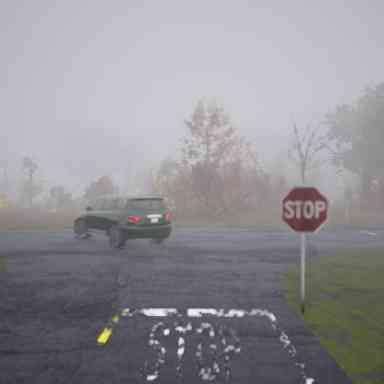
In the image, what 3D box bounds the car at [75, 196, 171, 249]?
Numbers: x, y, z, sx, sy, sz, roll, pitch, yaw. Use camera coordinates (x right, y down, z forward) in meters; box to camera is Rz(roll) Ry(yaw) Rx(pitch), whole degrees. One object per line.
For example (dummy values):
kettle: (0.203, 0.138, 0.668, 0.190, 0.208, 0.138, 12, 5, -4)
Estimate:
car: (-3.194, 1.183, 14.714, 2.150, 2.045, 5.566, 1, -1, -41)
